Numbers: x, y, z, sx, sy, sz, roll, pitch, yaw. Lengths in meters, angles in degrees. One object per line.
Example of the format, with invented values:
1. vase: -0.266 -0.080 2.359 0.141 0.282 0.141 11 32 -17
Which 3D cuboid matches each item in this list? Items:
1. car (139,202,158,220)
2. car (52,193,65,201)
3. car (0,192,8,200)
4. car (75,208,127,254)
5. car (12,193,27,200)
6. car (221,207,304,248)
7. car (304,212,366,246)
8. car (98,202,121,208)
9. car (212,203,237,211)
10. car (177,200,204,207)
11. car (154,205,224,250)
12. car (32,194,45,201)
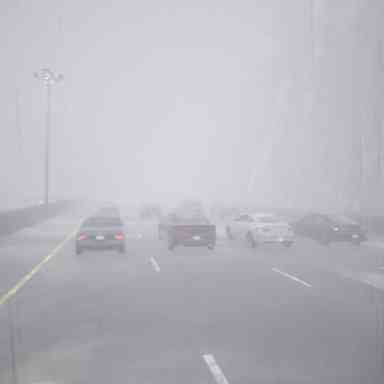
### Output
1. car: -3.699 1.614 29.503 1.812 1.442 4.674 1 0 -13
2. car: -26.429 0.949 65.923 1.812 1.442 4.674 1 1 -13
3. car: -36.660 0.775 63.572 1.837 1.490 4.892 1 1 -13
4. car: -3.671 1.603 13.731 2.033 1.411 5.357 1 0 -13
5. car: -33.250 0.849 64.356 1.812 1.442 4.674 1 1 -13
6. car: 3.067 1.682 15.685 1.812 1.442 4.674 1 0 -13
7. car: 6.480 1.732 16.460 1.812 1.442 4.674 1 0 -13
8. car: -7.109 1.564 28.719 1.812 1.442 4.674 1 0 -13
9. car: 3.121 1.714 31.080 1.812 1.442 4.674 1 0 -13
10. car: -0.223 1.490 30.004 2.097 1.767 4.553 1 0 -13
11. car: -0.361 1.584 14.986 1.882 1.535 5.008 1 0 -13
12. car: -29.834 0.970 65.111 1.895 1.301 4.718 1 1 -13
